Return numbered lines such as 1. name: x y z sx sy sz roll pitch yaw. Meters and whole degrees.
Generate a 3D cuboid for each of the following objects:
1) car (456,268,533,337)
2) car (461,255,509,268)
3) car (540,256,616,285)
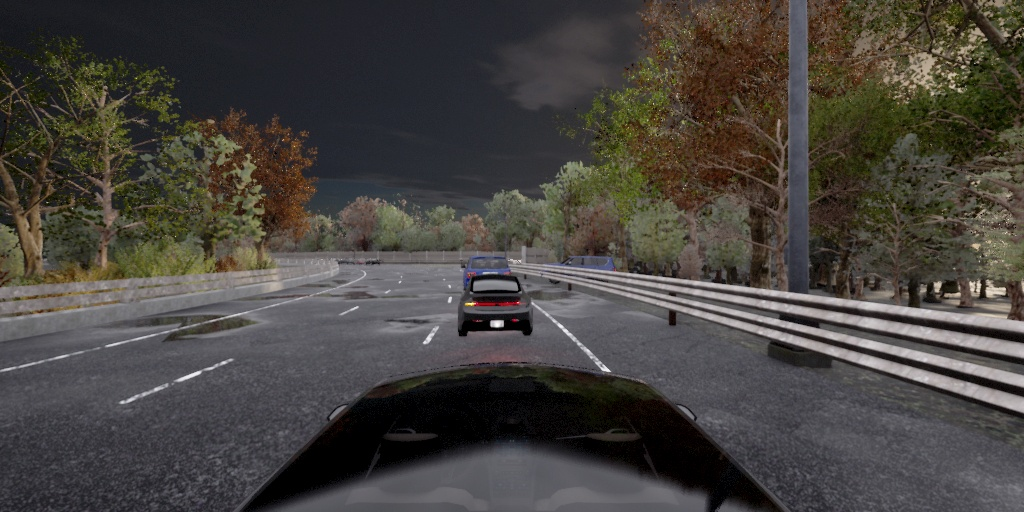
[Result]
1. car: -0.549 1.260 10.382 1.837 1.490 4.892 0 0 -5
2. car: -1.320 0.982 17.857 2.150 2.045 5.566 0 0 -9
3. car: 4.824 0.989 26.178 5.566 2.045 2.150 3 1 -1
